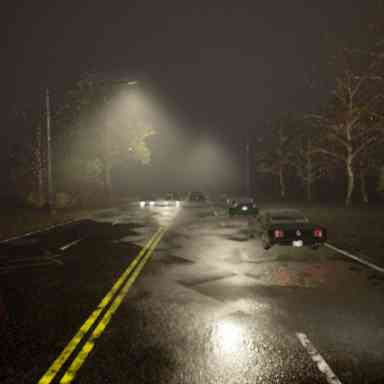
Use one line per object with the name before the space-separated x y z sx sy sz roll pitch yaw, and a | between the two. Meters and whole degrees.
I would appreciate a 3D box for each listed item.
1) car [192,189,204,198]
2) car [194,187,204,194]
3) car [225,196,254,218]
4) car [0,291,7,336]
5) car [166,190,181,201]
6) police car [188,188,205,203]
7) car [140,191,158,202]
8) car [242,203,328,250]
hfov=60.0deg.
car | 1.080 0.275 55.576 1.895 1.301 4.718 -1 2 2
car | 1.682 -0.289 74.099 2.033 1.411 5.357 -1 2 3
car | 3.426 0.990 23.471 1.994 1.385 4.181 -1 1 1
car | -3.346 1.576 2.587 1.812 1.442 4.674 -1 1 0
car | -2.577 0.537 46.400 1.837 1.490 4.892 -1 1 2
police car | 0.598 0.454 41.796 1.930 1.638 5.238 -1 1 0
car | -5.855 0.616 45.562 1.994 1.385 4.181 -1 1 2
car | 3.301 1.287 12.539 1.895 1.301 4.718 -1 1 1
